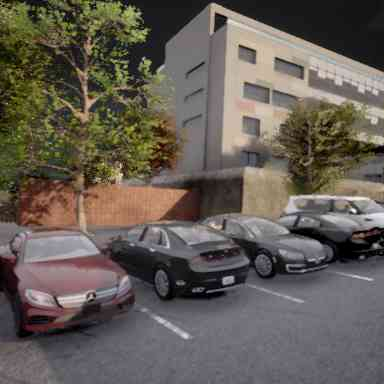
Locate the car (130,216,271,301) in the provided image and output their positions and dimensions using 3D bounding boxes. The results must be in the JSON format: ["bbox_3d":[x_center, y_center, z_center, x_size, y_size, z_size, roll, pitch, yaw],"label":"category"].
[{"bbox_3d":[-0.687,1.457,8.467,2.231,1.521,4.892,0,0,-35],"label":"car"}]

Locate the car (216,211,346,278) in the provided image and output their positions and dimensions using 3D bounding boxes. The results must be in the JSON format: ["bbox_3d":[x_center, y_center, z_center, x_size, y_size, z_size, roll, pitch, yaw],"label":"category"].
[{"bbox_3d":[1.683,1.441,10.170,2.231,1.521,4.892,0,0,-35],"label":"car"}]

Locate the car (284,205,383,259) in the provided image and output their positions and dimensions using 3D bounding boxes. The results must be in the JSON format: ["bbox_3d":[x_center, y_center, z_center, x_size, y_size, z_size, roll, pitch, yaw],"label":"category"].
[{"bbox_3d":[3.965,1.425,11.781,2.097,1.535,5.008,0,0,-35],"label":"car"}]

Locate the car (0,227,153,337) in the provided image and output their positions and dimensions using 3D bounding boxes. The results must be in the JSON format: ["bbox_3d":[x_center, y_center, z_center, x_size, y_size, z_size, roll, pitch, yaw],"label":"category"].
[{"bbox_3d":[-2.866,1.510,6.924,2.002,1.452,4.674,0,0,-35],"label":"car"}]

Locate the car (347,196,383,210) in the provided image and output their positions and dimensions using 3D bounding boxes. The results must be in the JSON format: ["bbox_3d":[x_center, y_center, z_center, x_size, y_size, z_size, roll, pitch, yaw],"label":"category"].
[{"bbox_3d":[10.667,1.256,16.601,2.185,1.767,4.553,0,0,-35],"label":"car"}]
